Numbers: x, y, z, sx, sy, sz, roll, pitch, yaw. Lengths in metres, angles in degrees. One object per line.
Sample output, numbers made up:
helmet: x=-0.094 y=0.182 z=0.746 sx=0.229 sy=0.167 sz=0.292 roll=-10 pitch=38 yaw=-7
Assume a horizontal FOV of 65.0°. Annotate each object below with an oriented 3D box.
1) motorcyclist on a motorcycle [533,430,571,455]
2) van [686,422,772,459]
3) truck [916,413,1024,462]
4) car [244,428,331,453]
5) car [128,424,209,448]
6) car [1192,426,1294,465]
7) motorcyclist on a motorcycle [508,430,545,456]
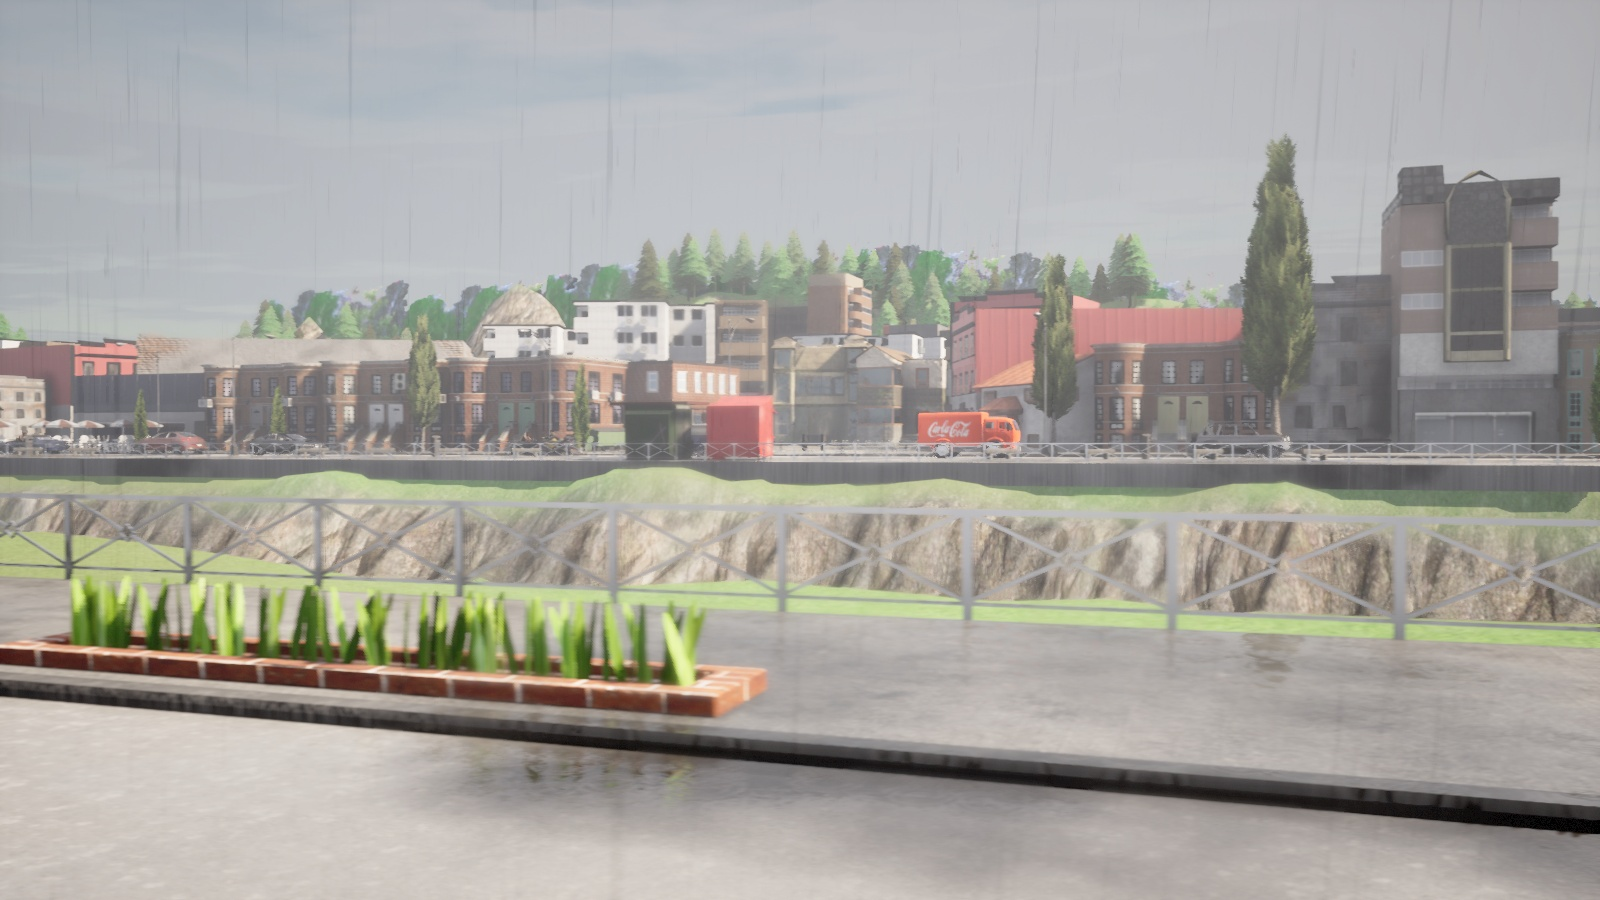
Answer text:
motorcyclist on a motorcycle: x=-15.440 y=-0.449 z=78.229 sx=2.191 sy=1.530 sz=0.866 roll=1 pitch=1 yaw=19
van: x=-3.985 y=-0.559 z=70.156 sx=4.442 sy=1.987 sz=1.775 roll=1 pitch=1 yaw=19
truck: x=8.936 y=-0.680 z=65.810 sx=5.204 sy=2.467 sz=2.627 roll=1 pitch=1 yaw=19
car: x=-32.531 y=-0.617 z=79.754 sx=4.902 sy=1.511 sz=2.128 roll=1 pitch=1 yaw=19
car: x=-44.204 y=-0.969 z=87.893 sx=5.027 sy=1.651 sz=2.152 roll=1 pitch=1 yaw=19
car: x=21.672 y=-0.261 z=61.533 sx=4.605 sy=1.855 sz=1.932 roll=1 pitch=1 yaw=19
motorcyclist on a motorcycle: x=-16.178 y=-0.441 z=74.258 sx=2.044 sy=1.523 sz=0.797 roll=1 pitch=1 yaw=19
